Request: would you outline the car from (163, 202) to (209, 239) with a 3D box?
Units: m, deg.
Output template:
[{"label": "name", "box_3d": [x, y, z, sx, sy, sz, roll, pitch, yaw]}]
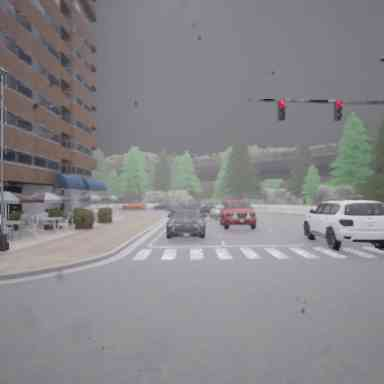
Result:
[{"label": "car", "box_3d": [-0.274, 1.664, 19.417, 2.097, 1.767, 4.553, -1, -1, 1]}]

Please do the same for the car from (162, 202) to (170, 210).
[{"label": "car", "box_3d": [-2.377, 2.507, 54.630, 4.181, 1.385, 1.994, -2, -1, 45]}]

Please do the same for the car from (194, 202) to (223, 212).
[{"label": "car", "box_3d": [2.608, 2.377, 54.211, 2.128, 1.511, 4.902, 0, -1, -38]}]

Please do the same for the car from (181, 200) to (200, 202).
[{"label": "car", "box_3d": [-0.131, 1.698, 28.997, 2.150, 2.045, 5.566, -1, -1, 0]}]

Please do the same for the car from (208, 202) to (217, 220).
[{"label": "car", "box_3d": [3.059, 2.061, 34.235, 1.812, 1.442, 4.674, 0, -1, -5]}]

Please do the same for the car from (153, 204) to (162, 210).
[{"label": "car", "box_3d": [-4.602, 2.629, 61.303, 5.357, 1.411, 2.033, -1, -1, 33]}]

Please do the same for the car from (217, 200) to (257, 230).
[{"label": "car", "box_3d": [3.326, 1.588, 24.641, 2.150, 2.045, 5.566, -1, -1, 1]}]

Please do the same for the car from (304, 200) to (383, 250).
[{"label": "car", "box_3d": [6.890, 1.390, 15.290, 2.150, 2.045, 5.566, 0, -1, 3]}]

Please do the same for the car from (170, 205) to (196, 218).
[{"label": "car", "box_3d": [-1.162, 2.222, 38.891, 1.994, 1.385, 4.181, 0, -1, -17]}]

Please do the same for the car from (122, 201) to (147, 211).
[{"label": "car", "box_3d": [-10.520, 2.479, 60.510, 4.553, 1.767, 2.097, -1, -1, 28]}]
